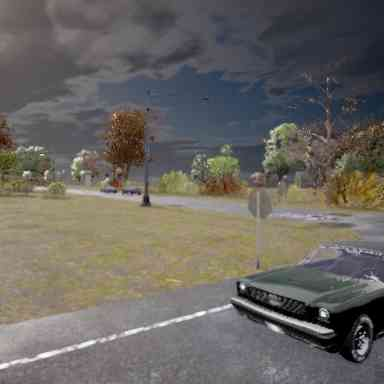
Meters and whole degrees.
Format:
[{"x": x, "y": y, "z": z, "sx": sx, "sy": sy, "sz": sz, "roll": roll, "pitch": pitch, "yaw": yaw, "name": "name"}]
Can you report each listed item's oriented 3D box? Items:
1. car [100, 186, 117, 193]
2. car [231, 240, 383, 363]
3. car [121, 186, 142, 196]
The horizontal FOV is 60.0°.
[{"x": -15.403, "y": -0.471, "z": 61.460, "sx": 1.994, "sy": 1.385, "sz": 4.181, "roll": 0, "pitch": 2, "yaw": -36, "name": "car"}, {"x": 2.972, "y": 1.617, "z": 5.975, "sx": 4.718, "sy": 1.301, "sz": 1.895, "roll": 0, "pitch": 0, "yaw": -35, "name": "car"}, {"x": -9.811, "y": -0.221, "z": 53.664, "sx": 1.837, "sy": 1.490, "sz": 4.892, "roll": 0, "pitch": 2, "yaw": -36, "name": "car"}]
